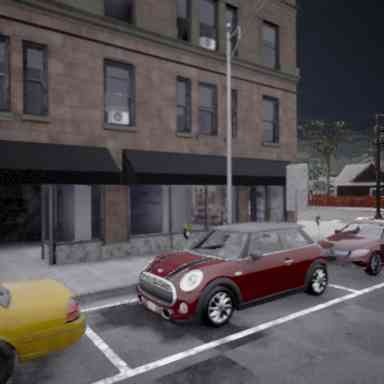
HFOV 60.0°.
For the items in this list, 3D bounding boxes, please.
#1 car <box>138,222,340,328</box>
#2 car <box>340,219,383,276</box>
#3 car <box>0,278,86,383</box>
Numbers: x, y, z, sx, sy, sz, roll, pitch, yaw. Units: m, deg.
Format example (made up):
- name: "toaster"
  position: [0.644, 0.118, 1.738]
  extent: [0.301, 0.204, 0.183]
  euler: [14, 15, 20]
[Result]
- name: "car"
  position: [0.931, 1.407, 6.855]
  extent: [4.097, 1.590, 1.967]
  euler: [-1, 0, -36]
- name: "car"
  position: [5.424, 1.508, 10.062]
  extent: [4.206, 1.307, 1.802]
  euler: [-1, 0, -36]
- name: "car"
  position: [-3.699, 1.534, 3.550]
  extent: [4.829, 1.417, 1.752]
  euler: [-1, 0, -36]
